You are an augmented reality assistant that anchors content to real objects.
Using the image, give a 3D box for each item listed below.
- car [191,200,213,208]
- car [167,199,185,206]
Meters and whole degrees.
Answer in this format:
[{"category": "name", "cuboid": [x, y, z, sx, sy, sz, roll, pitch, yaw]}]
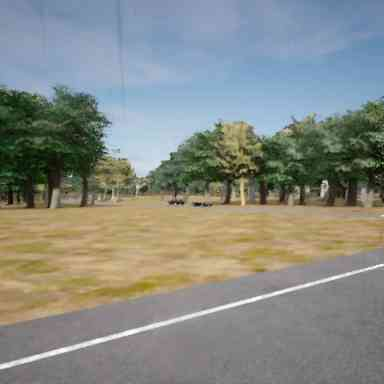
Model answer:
[{"category": "car", "cuboid": [1.834, 2.217, 61.574, 1.895, 1.301, 4.718, 2, -2, -34]}, {"category": "car", "cuboid": [-3.362, 2.137, 69.083, 1.882, 1.535, 5.008, 2, -2, -34]}]
